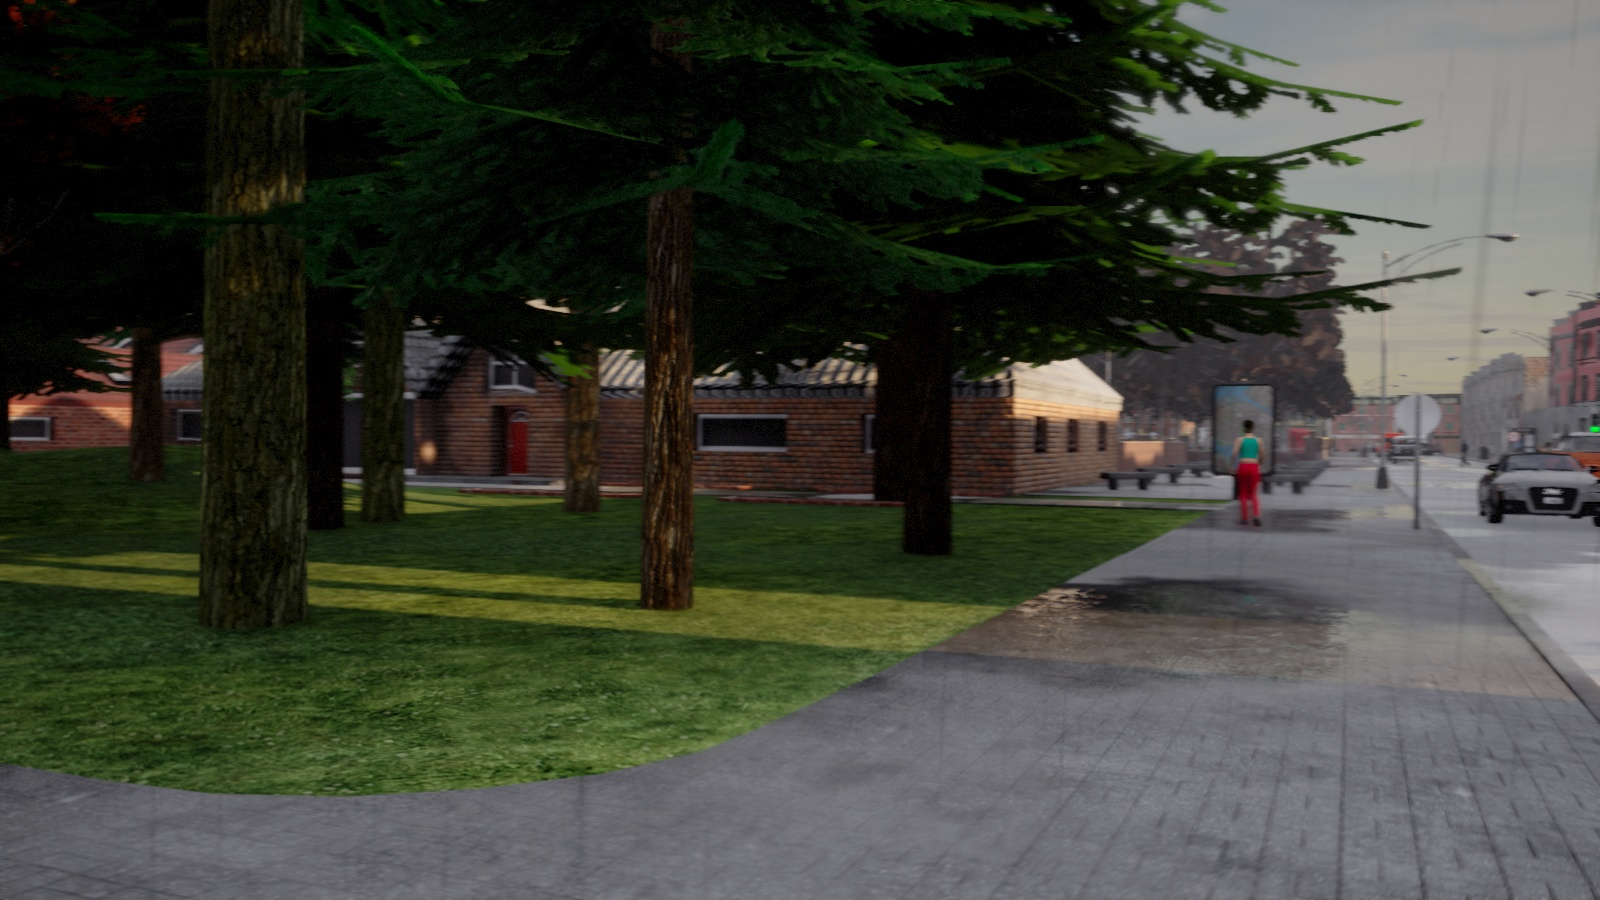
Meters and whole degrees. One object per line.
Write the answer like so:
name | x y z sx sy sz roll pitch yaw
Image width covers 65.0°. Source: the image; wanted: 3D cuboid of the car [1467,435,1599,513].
car | 14.593 0.420 24.994 1.994 1.385 4.181 0 1 24

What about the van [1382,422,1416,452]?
van | 42.632 -0.947 89.414 2.069 2.038 4.480 0 1 24

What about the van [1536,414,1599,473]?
van | 27.600 -0.259 44.784 1.775 1.987 4.442 0 1 24

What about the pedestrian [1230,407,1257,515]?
pedestrian | 7.620 0.188 21.573 0.345 1.836 0.594 -1 1 12
